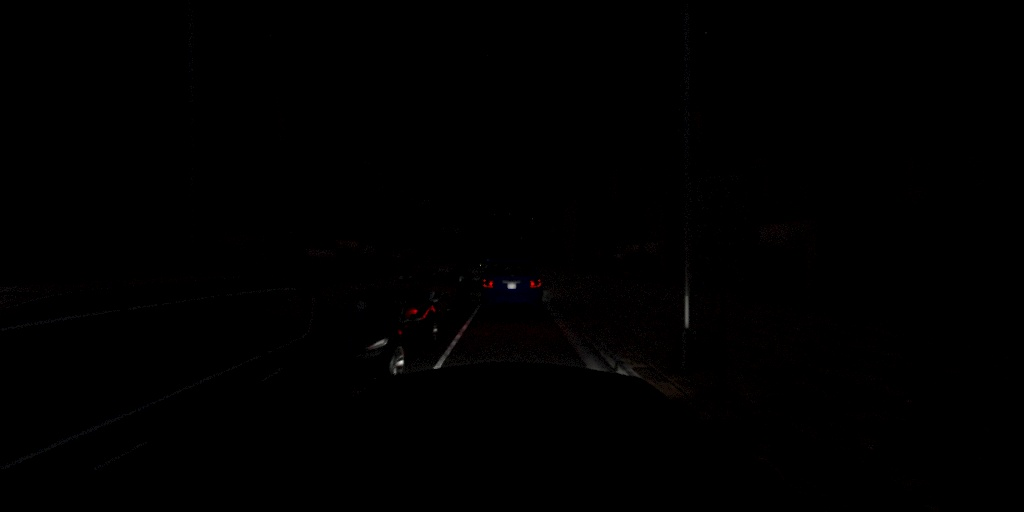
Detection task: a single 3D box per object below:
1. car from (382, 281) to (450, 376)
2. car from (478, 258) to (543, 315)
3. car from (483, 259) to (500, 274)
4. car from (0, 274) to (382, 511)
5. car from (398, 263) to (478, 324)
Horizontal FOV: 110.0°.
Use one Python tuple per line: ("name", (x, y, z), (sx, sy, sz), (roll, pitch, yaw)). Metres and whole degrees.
("car", (-2.640, 1.368, 7.108), (1.948, 1.339, 4.313), (0, 0, 0))
("car", (0.006, 1.099, 14.460), (2.150, 2.045, 5.566), (0, 0, 0))
("car", (-2.994, 1.508, 53.569), (2.150, 2.045, 5.566), (0, -1, 0))
("car", (-2.638, 1.065, 1.682), (2.192, 1.841, 5.009), (0, 0, 0))
("car", (-2.641, 1.169, 12.535), (2.192, 1.841, 5.009), (0, 0, 0))
